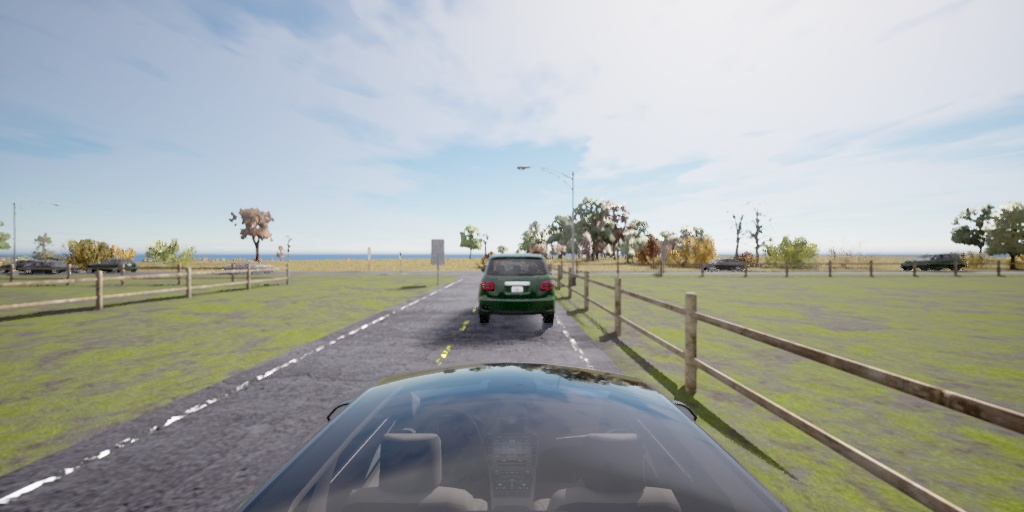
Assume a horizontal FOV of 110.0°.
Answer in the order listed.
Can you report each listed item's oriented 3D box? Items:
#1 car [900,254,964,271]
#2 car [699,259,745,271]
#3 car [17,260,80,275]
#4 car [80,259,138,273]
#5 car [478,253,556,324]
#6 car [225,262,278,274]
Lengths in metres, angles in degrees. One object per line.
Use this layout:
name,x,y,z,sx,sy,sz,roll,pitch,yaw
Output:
car,48.086,0.748,41.104,5.566,2.045,2.150,0,0,1
car,24.202,1.048,41.452,4.892,1.490,1.837,0,0,1
car,-50.437,1.269,39.399,4.892,1.490,1.837,-1,0,1
car,-47.041,1.090,42.174,4.553,1.767,2.097,0,0,1
car,0.129,0.936,11.917,2.150,2.045,5.566,0,0,0
car,-28.321,1.293,39.072,4.718,1.301,1.895,0,0,1
